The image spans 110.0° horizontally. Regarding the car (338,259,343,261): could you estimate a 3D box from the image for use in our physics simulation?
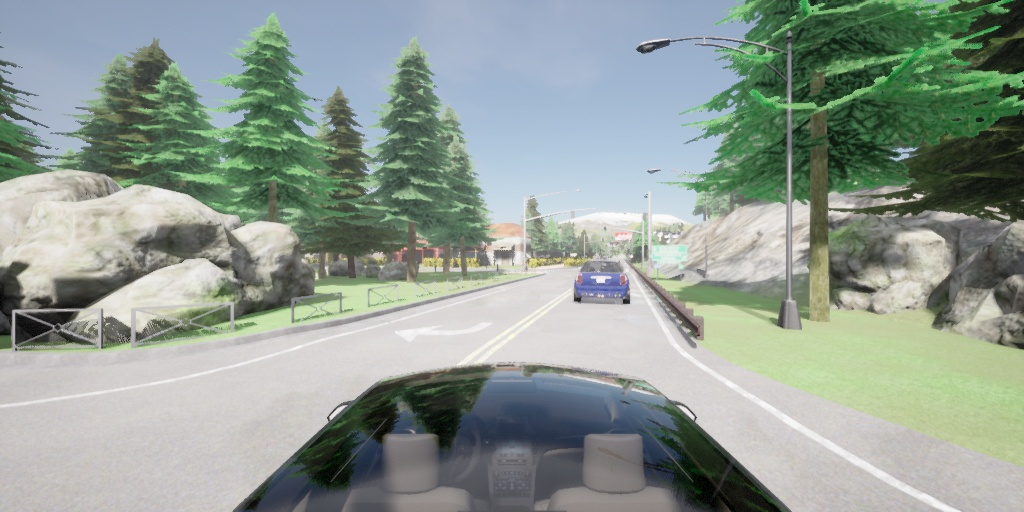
[{"bbox_3d":[-27.830,1.237,56.502,4.892,1.490,1.837,0,0,23],"label":"car"}]

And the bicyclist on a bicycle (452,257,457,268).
[{"bbox_3d":[-8.647,1.023,54.118,0.582,1.620,1.656,0,0,17],"label":"bicyclist on a bicycle"}]

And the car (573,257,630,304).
[{"bbox_3d":[3.875,0.922,15.175,2.097,1.767,4.553,0,0,17],"label":"car"}]
